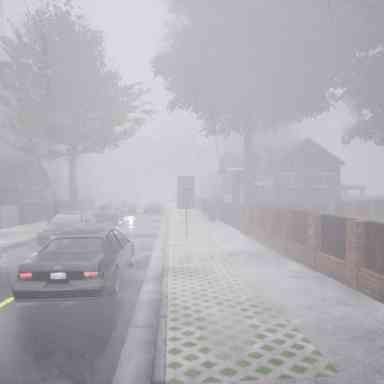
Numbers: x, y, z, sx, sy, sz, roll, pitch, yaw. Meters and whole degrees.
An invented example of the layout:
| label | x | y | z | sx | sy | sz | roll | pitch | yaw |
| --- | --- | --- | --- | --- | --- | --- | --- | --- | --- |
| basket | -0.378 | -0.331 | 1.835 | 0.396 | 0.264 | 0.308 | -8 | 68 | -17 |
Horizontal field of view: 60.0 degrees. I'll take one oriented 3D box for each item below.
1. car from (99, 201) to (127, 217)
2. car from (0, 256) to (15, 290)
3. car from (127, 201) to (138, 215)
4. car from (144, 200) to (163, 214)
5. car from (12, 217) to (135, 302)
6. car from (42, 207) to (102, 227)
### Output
| label | x | y | z | sx | sy | sz | roll | pitch | yaw |
| --- | --- | --- | --- | --- | --- | --- | --- | --- | --- |
| car | -6.643 | 1.733 | 26.483 | 1.882 | 1.535 | 5.008 | -1 | 0 | -4 |
| car | -5.510 | 1.583 | 6.010 | 1.837 | 1.490 | 4.892 | 0 | -1 | 1 |
| car | -7.397 | 1.839 | 38.662 | 2.128 | 1.511 | 4.902 | -1 | 0 | -4 |
| car | -4.565 | 1.924 | 39.055 | 1.895 | 1.301 | 4.718 | -1 | 0 | -3 |
| car | -2.636 | 1.618 | 8.650 | 2.033 | 1.411 | 5.357 | -1 | 0 | -4 |
| car | -5.993 | 1.692 | 16.432 | 1.812 | 1.442 | 4.674 | -1 | 0 | -4 |
